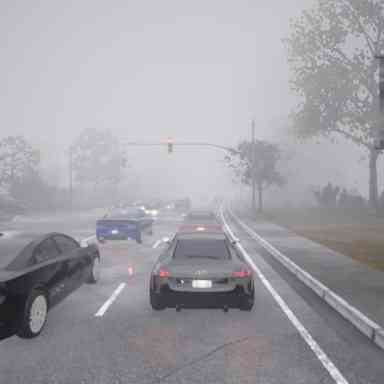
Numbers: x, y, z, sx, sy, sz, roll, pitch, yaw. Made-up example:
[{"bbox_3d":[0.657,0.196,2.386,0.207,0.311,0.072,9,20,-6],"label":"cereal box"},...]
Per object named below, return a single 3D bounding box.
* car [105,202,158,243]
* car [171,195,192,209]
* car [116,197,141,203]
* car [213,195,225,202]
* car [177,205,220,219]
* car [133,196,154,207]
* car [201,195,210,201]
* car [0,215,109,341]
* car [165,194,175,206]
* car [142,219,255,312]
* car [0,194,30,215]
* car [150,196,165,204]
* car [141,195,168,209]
[{"bbox_3d":[-3.070,1.472,16.014,1.882,1.535,5.008,0,0,2],"label":"car"},{"bbox_3d":[-1.137,1.475,45.142,2.128,1.511,4.902,0,0,5],"label":"car"},{"bbox_3d":[-8.578,1.476,43.436,2.128,1.511,4.902,0,0,5],"label":"car"},{"bbox_3d":[5.802,1.446,74.258,1.882,1.535,5.008,0,0,9],"label":"car"},{"bbox_3d":[0.438,1.558,16.179,1.994,1.385,4.181,0,0,2],"label":"car"},{"bbox_3d":[-7.675,1.473,52.619,2.128,1.511,4.902,0,0,6],"label":"car"},{"bbox_3d":[3.269,1.471,80.553,1.837,1.490,4.892,0,0,10],"label":"car"},{"bbox_3d":[-3.304,1.475,6.614,1.882,1.535,5.008,0,0,1],"label":"car"},{"bbox_3d":[-4.034,1.486,53.771,1.837,1.490,4.892,0,0,7],"label":"car"},{"bbox_3d":[0.215,1.561,7.778,1.994,1.385,4.181,0,0,1],"label":"car"},{"bbox_3d":[-19.196,1.212,33.238,5.566,2.045,2.150,0,0,5],"label":"car"},{"bbox_3d":[-6.486,1.542,62.559,1.994,1.385,4.181,0,0,7],"label":"car"},{"bbox_3d":[-4.966,1.476,44.517,2.128,1.511,4.902,0,0,5],"label":"car"}]
